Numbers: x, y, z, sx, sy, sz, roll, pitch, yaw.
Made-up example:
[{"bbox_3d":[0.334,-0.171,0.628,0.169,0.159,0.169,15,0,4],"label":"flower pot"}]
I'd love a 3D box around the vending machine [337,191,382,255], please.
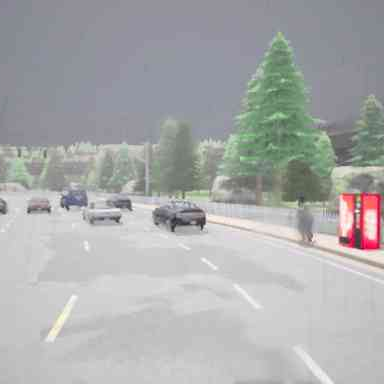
[{"bbox_3d":[5.850,1.031,11.660,1.100,2.100,0.880,0,1,-15],"label":"vending machine"}]

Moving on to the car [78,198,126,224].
[{"bbox_3d":[-6.100,1.308,22.125,1.895,1.301,4.718,0,1,-25],"label":"car"}]

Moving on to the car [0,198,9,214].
[{"bbox_3d":[-17.075,1.195,28.803,1.994,1.385,4.181,0,1,-25],"label":"car"}]

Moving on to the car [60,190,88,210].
[{"bbox_3d":[-12.563,0.754,35.323,2.150,2.045,5.566,0,1,-29],"label":"car"}]

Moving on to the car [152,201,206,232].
[{"bbox_3d":[-0.827,1.244,18.312,2.128,1.511,4.902,0,1,-21],"label":"car"}]

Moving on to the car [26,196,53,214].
[{"bbox_3d":[-13.771,1.136,29.996,1.812,1.442,4.674,0,1,-25],"label":"car"}]

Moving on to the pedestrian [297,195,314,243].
[{"bbox_3d":[4.265,1.007,12.634,0.375,1.860,0.375,0,1,-16],"label":"pedestrian"}]

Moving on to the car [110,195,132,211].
[{"bbox_3d":[-7.230,1.070,32.743,1.837,1.490,4.892,0,1,-25],"label":"car"}]
